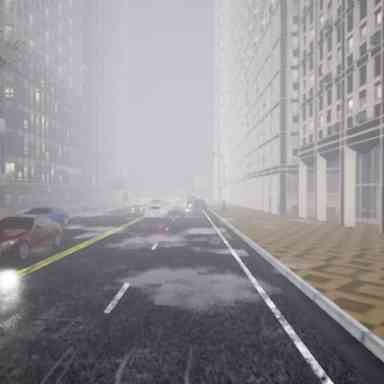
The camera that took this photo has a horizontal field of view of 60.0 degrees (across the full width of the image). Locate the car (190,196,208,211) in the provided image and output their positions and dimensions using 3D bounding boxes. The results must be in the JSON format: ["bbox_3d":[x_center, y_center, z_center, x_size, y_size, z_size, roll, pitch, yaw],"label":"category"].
[{"bbox_3d":[1.137,1.786,48.339,2.097,1.767,4.553,0,0,0],"label":"car"}]

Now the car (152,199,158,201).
[{"bbox_3d":[-6.529,2.005,60.461,1.882,1.535,5.008,0,0,1],"label":"car"}]

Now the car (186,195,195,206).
[{"bbox_3d":[0.001,1.782,66.557,2.150,2.045,5.566,0,0,0],"label":"car"}]

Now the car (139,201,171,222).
[{"bbox_3d":[-3.150,1.789,29.282,1.812,1.442,4.674,0,0,0],"label":"car"}]

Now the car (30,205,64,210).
[{"bbox_3d":[-9.803,1.669,22.061,1.882,1.535,5.008,0,-1,0],"label":"car"}]

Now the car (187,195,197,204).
[{"bbox_3d":[0.003,1.751,81.850,2.150,2.045,5.566,0,0,0],"label":"car"}]

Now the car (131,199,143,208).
[{"bbox_3d":[-9.775,2.049,60.458,1.812,1.442,4.674,0,0,1],"label":"car"}]

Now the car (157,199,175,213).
[{"bbox_3d":[-3.151,1.909,43.052,1.812,1.442,4.674,0,0,0],"label":"car"}]

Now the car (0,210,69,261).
[{"bbox_3d":[-6.592,1.637,12.887,1.812,1.442,4.674,0,-1,0],"label":"car"}]
